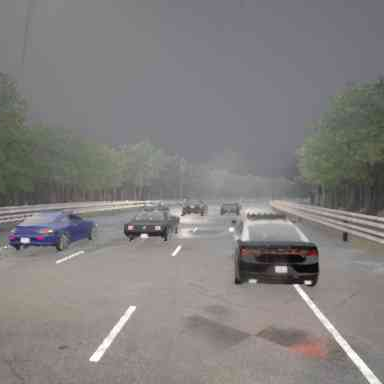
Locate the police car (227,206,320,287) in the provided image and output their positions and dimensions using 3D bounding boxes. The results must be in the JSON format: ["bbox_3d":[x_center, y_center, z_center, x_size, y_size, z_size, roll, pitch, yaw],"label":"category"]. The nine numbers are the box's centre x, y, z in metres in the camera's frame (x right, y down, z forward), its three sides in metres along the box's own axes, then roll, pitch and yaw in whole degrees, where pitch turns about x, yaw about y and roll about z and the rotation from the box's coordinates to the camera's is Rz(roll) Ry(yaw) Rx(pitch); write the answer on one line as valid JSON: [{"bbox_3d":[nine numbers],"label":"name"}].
[{"bbox_3d":[2.108,1.421,9.554,1.930,1.638,5.238,0,0,5],"label":"police car"}]

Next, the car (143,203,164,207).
[{"bbox_3d":[-3.476,1.679,31.314,1.895,1.301,4.718,0,-1,8],"label":"car"}]

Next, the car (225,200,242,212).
[{"bbox_3d":[5.614,1.844,44.658,1.994,1.385,4.181,0,-1,12],"label":"car"}]

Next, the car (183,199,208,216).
[{"bbox_3d":[0.375,1.456,33.369,2.097,1.767,4.553,0,-1,9],"label":"car"}]

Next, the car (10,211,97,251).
[{"bbox_3d":[-5.596,1.523,13.932,1.812,1.442,4.674,0,0,6],"label":"car"}]

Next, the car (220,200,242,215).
[{"bbox_3d":[3.985,1.610,34.418,2.128,1.511,4.902,0,-1,10],"label":"car"}]

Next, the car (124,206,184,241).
[{"bbox_3d":[-1.806,1.598,16.587,1.895,1.301,4.718,0,0,6],"label":"car"}]
